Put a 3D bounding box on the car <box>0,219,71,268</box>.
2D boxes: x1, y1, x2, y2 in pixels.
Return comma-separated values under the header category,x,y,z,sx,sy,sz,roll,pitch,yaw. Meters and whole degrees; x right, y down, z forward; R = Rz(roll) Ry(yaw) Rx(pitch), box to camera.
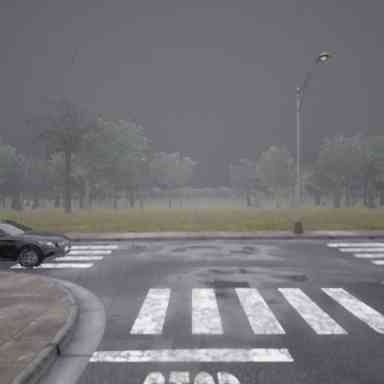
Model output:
category,x,y,z,sx,sy,sz,roll,pitch,yaw
car,-6.471,1.632,10.985,4.674,1.442,1.812,-1,0,0
